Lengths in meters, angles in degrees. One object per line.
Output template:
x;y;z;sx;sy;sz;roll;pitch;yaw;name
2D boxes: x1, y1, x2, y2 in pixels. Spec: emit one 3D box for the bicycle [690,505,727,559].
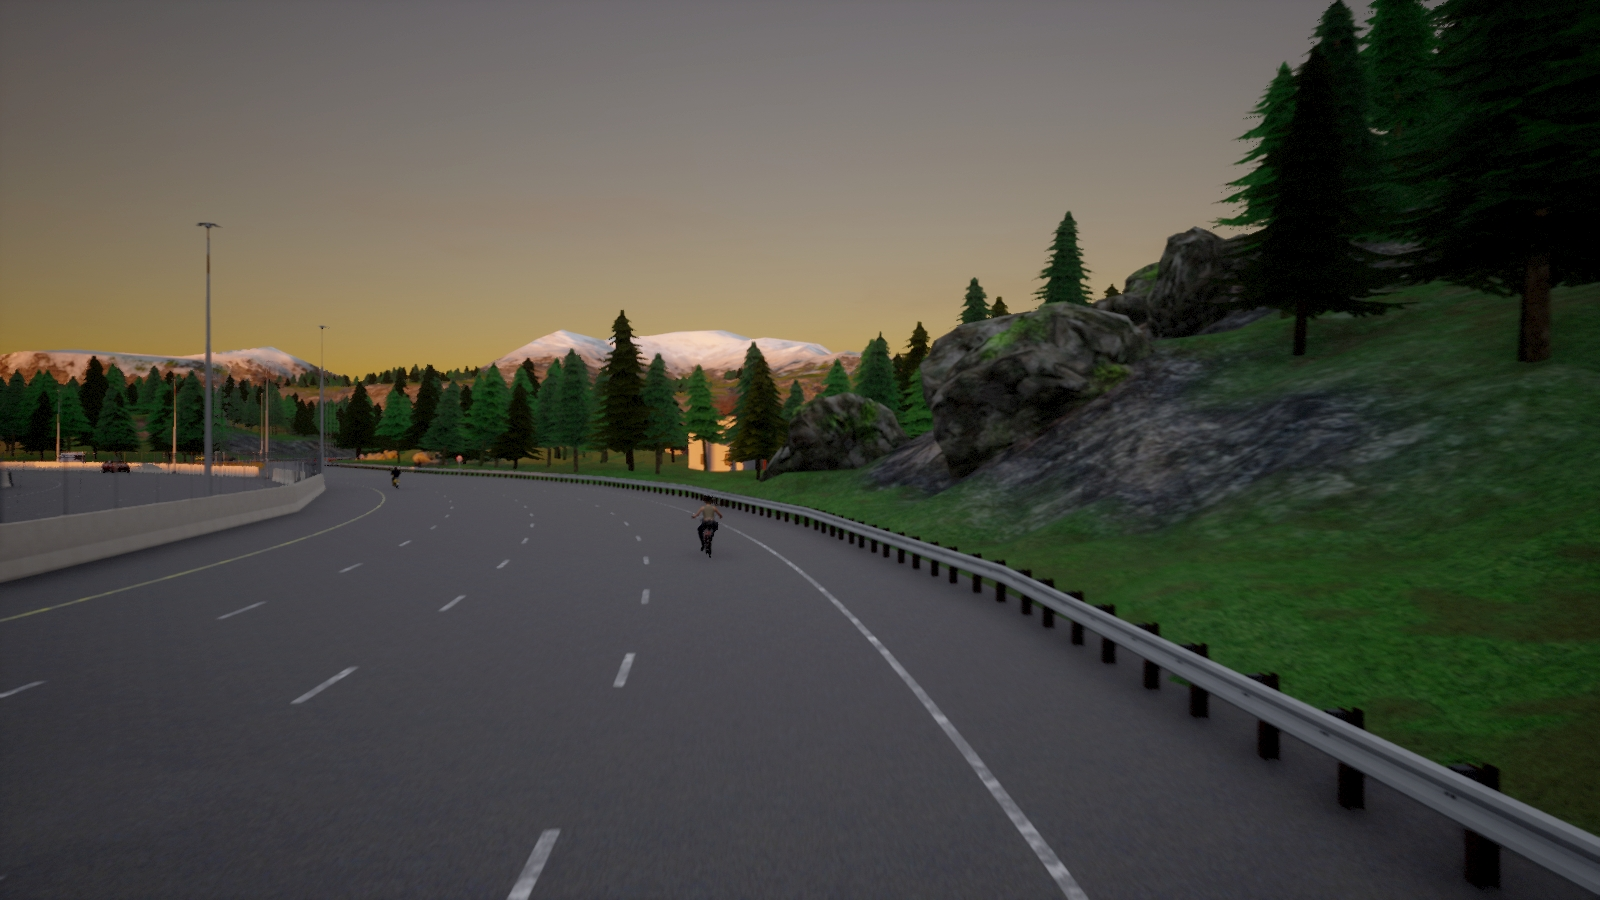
-2.434;2.151;30.252;0.859;1.295;1.487;0;0;-9;bicycle
